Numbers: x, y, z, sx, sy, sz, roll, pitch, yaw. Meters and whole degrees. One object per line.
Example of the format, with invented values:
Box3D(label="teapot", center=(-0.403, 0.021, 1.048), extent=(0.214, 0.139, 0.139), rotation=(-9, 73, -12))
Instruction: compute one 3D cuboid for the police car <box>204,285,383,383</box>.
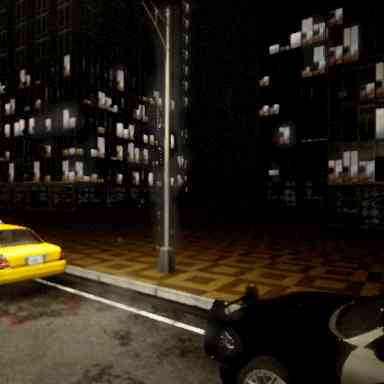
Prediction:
Box3D(label="police car", center=(2.458, 1.485, 2.889), extent=(5.238, 1.638, 1.930), rotation=(0, -1, 39))

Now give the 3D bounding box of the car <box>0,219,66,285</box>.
Box3D(label="car", center=(-5.621, 1.533, 9.178), extent=(5.366, 1.575, 1.801), rotation=(0, -1, 37))
